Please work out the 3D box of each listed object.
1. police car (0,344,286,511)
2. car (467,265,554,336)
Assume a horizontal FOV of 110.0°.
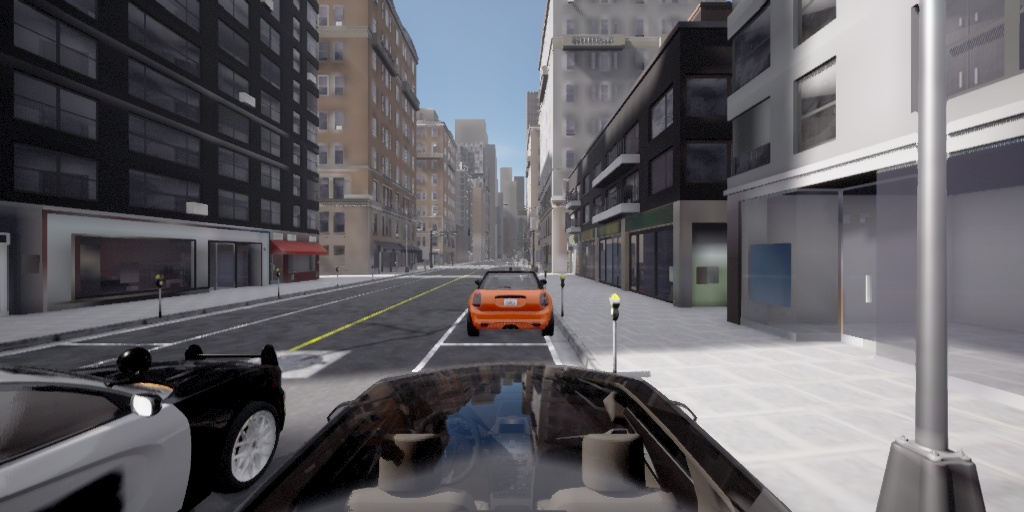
[{"bbox_3d":[-3.145,1.169,1.610,1.930,1.638,5.238,0,0,0],"label":"police car"},{"bbox_3d":[-0.033,1.093,10.470,2.097,1.767,4.553,0,0,0],"label":"car"}]
